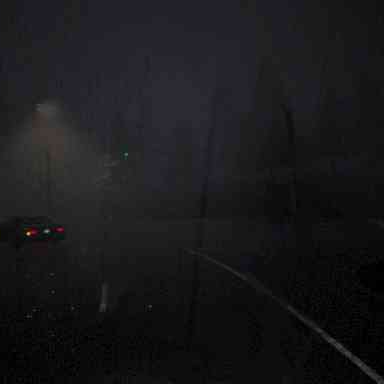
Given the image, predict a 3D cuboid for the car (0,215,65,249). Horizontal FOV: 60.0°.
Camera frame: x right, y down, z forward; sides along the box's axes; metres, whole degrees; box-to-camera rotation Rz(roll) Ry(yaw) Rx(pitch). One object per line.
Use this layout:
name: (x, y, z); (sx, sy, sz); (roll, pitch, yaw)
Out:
car: (-8.207, 1.837, 16.260); (5.357, 1.411, 2.033); (-2, 0, 42)
